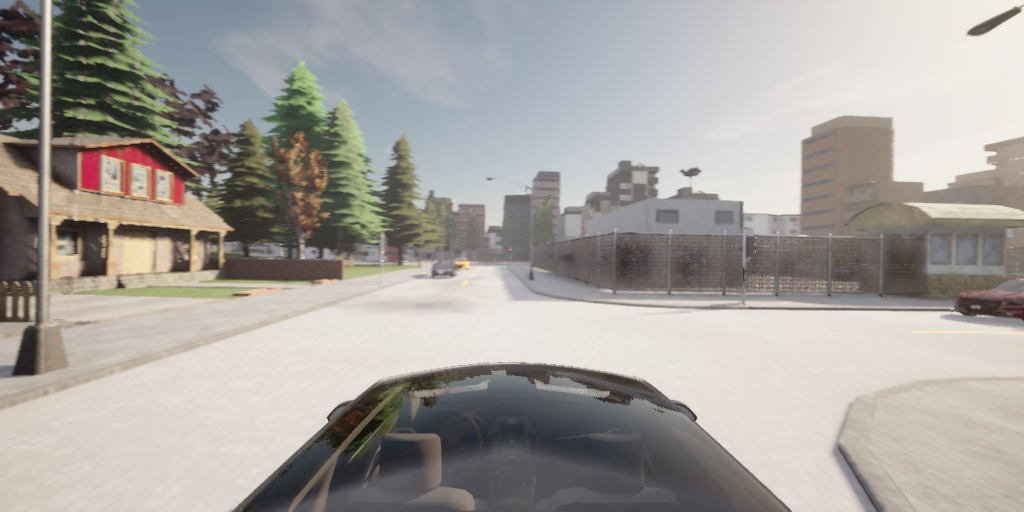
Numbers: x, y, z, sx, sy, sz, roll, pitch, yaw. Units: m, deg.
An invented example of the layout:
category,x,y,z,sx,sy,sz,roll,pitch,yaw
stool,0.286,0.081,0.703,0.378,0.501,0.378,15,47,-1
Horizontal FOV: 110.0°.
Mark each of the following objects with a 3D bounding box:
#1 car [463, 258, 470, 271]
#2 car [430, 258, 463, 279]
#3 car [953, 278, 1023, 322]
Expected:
category,x,y,z,sx,sy,sz,roll,pitch,yaw
car,-6.339,0.969,44.615,1.882,1.535,5.008,1,0,-2
car,-5.620,1.044,30.254,2.128,1.511,4.902,1,0,-3
car,18.694,1.512,12.651,5.008,1.535,1.882,0,0,-3
